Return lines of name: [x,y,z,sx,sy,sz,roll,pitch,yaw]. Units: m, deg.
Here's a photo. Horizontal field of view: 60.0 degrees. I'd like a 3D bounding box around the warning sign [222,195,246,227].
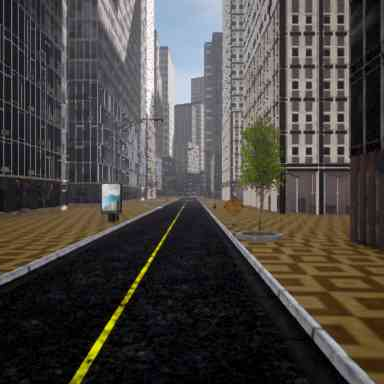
warning sign: [2.518,1.137,20.040,1.300,1.860,1.060,0,0,0]
